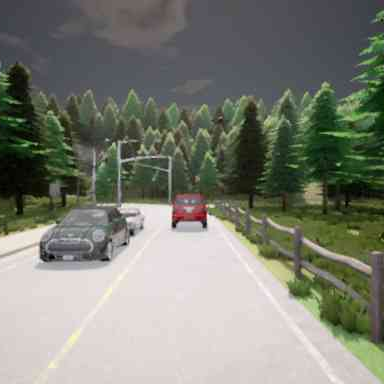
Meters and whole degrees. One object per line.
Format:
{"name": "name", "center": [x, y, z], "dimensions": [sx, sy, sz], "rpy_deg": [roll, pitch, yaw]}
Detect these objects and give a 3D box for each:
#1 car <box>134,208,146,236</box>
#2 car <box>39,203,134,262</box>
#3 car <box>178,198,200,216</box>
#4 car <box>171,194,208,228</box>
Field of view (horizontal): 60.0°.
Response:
{"name": "car", "center": [-3.742, 1.546, 18.113], "dimensions": [1.895, 1.301, 4.718], "rpy_deg": [0, 0, 0]}
{"name": "car", "center": [-3.637, 1.319, 11.981], "dimensions": [2.097, 1.767, 4.553], "rpy_deg": [0, 0, 0]}
{"name": "car", "center": [-0.375, 1.364, 32.379], "dimensions": [1.882, 1.535, 5.008], "rpy_deg": [0, 0, -3]}
{"name": "car", "center": [-0.150, 1.148, 21.635], "dimensions": [2.150, 2.045, 5.566], "rpy_deg": [0, 0, 0]}
